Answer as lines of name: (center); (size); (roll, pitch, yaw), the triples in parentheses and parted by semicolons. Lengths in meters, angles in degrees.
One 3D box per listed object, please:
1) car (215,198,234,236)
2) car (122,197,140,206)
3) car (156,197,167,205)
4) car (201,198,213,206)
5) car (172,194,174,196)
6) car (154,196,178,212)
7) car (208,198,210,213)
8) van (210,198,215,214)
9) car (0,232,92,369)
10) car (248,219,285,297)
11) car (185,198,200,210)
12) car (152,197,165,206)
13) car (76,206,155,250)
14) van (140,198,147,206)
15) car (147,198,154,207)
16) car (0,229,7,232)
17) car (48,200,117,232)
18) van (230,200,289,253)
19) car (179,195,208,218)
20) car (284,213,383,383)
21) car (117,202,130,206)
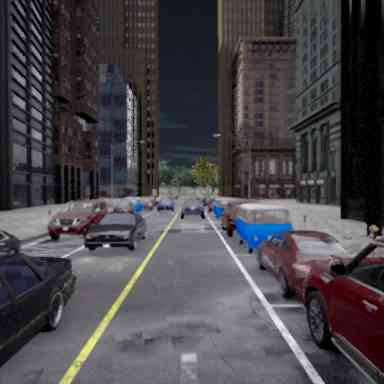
car: (2.756, 1.360, 18.543); (2.192, 1.841, 5.009); (-1, 0, 0)
car: (-5.803, 1.512, 27.511); (1.967, 1.590, 4.097); (-1, 0, 0)
car: (-5.843, 1.723, 63.860); (1.802, 1.307, 4.206); (-1, 0, 0)
car: (2.687, 1.695, 59.192); (1.947, 1.339, 4.313); (-1, 0, 0)
car: (-5.855, 1.702, 74.615); (2.008, 1.369, 4.403); (-1, 0, 0)
car: (-3.060, 1.575, 39.851); (1.882, 1.535, 5.008); (0, 0, 0)
car: (2.711, 1.672, 38.381); (1.802, 1.307, 4.206); (-1, 0, 0)
van: (2.756, 1.409, 28.718); (1.690, 1.788, 3.998); (-1, 0, 0)
car: (-3.104, 1.561, 4.129); (2.033, 1.411, 5.357); (0, 0, 0)
car: (2.760, 1.602, 8.367); (1.802, 1.307, 4.206); (-1, 0, 0)
car: (0.050, 1.585, 45.795); (1.882, 1.535, 5.008); (0, 0, 0)
car: (-5.838, 1.678, 58.483); (1.887, 1.381, 4.507); (-1, 0, 0)
car: (-3.106, 1.587, 14.766); (2.033, 1.411, 5.357); (0, 0, 0)
van: (-5.810, 1.424, 32.397); (1.690, 1.788, 3.998); (-1, 0, 0)
car: (-5.821, 1.544, 42.348); (1.967, 1.590, 4.097); (-1, 0, 0)
car: (-5.779, 1.576, 7.966); (2.008, 1.369, 4.403); (-1, 0, 0)
car: (-5.794, 1.364, 17.739); (2.192, 1.841, 5.009); (-1, 0, 0)
van: (2.756, 1.373, 13.455); (1.690, 1.788, 3.998); (-1, 0, 0)
car: (0.062, 1.426, 30.600); (2.097, 1.767, 4.553); (0, 0, 0)
car: (2.756, 1.322, 3.280); (2.192, 1.841, 5.009); (-1, 0, 0)
car: (-5.796, 1.605, 22.625); (1.887, 1.381, 4.507); (-1, 0, 0)
